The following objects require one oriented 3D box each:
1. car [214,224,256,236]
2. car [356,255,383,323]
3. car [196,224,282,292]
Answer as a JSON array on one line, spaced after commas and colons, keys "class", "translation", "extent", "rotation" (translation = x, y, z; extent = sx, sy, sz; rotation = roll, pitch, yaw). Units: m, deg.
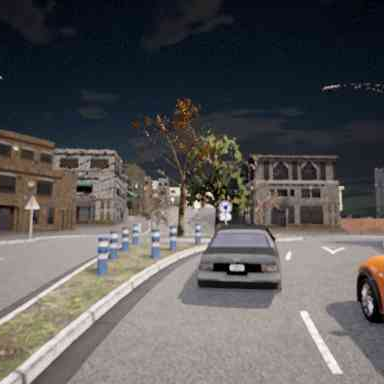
[{"class": "car", "translation": [5.495, 4.823, 42.347], "extent": [4.902, 1.511, 2.128], "rotation": [-2, -7, 17]}, {"class": "car", "translation": [3.866, 1.319, 4.173], "extent": [2.097, 1.767, 4.553], "rotation": [-1, 1, 5]}, {"class": "car", "translation": [1.393, 1.560, 8.963], "extent": [2.033, 1.411, 5.357], "rotation": [-1, -1, 12]}]
